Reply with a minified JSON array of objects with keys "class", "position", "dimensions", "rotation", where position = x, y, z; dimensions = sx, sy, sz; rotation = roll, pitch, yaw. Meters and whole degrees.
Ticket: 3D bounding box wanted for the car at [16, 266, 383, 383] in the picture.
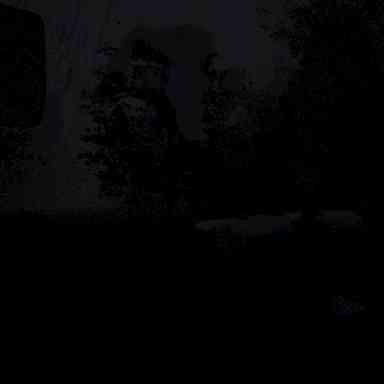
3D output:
[{"class":"car","position":[0.488,1.567,3.420],"dimensions":[4.181,1.385,1.994],"rotation":[0,0,-36]}]
